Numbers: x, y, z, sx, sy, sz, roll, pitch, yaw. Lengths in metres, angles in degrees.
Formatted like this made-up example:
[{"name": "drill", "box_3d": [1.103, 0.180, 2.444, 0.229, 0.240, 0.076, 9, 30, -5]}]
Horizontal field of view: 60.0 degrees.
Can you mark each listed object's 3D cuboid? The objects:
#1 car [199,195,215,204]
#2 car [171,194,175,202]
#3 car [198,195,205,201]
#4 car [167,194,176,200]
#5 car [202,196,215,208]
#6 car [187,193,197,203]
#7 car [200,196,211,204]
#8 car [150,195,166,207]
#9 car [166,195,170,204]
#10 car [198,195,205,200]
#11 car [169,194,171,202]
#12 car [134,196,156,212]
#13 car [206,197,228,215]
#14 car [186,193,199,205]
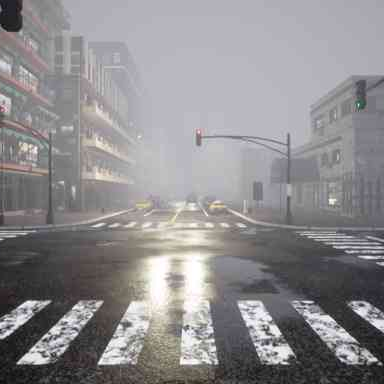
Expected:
[{"name": "car", "box_3d": [2.670, 1.351, 50.526, 2.192, 1.841, 5.009, 0, 0, 0]}, {"name": "car", "box_3d": [-5.725, 1.628, 78.218, 1.887, 1.381, 4.507, 0, 0, 0]}, {"name": "car", "box_3d": [2.650, 1.632, 89.471, 1.752, 1.417, 4.829, 0, 0, 0]}, {"name": "car", "box_3d": [-5.732, 1.434, 94.836, 2.192, 1.841, 5.009, 0, 0, 0]}, {"name": "car", "box_3d": [2.671, 1.611, 44.987, 1.802, 1.307, 4.206, 0, 0, 0]}, {"name": "car", "box_3d": [-0.032, 1.182, 70.747, 2.150, 2.045, 5.566, 0, 0, 0]}, {"name": "car", "box_3d": [2.661, 1.612, 67.144, 2.008, 1.369, 4.403, 0, 0, 0]}, {"name": "car", "box_3d": [-5.711, 1.351, 50.522, 2.192, 1.841, 5.009, 0, 0, 0]}, {"name": "car", "box_3d": [-5.717, 1.603, 61.600, 2.008, 1.369, 4.403, 0, 0, 0]}, {"name": "car", "box_3d": [2.648, 1.670, 94.840, 2.008, 1.369, 4.403, 0, 0, 0]}, {"name": "car", "box_3d": [-5.719, 1.587, 66.969, 1.752, 1.417, 4.829, 0, 0, 0]}, {"name": "car", "box_3d": [-5.706, 1.549, 39.273, 1.752, 1.417, 4.829, 0, 0, 0]}, {"name": "car", "box_3d": [2.677, 1.544, 34.079, 1.752, 1.417, 4.829, 0, 0, 0]}, {"name": "car", "box_3d": [-0.028, 1.403, 60.684, 2.097, 1.767, 4.553, 0, 0, 0]}]
